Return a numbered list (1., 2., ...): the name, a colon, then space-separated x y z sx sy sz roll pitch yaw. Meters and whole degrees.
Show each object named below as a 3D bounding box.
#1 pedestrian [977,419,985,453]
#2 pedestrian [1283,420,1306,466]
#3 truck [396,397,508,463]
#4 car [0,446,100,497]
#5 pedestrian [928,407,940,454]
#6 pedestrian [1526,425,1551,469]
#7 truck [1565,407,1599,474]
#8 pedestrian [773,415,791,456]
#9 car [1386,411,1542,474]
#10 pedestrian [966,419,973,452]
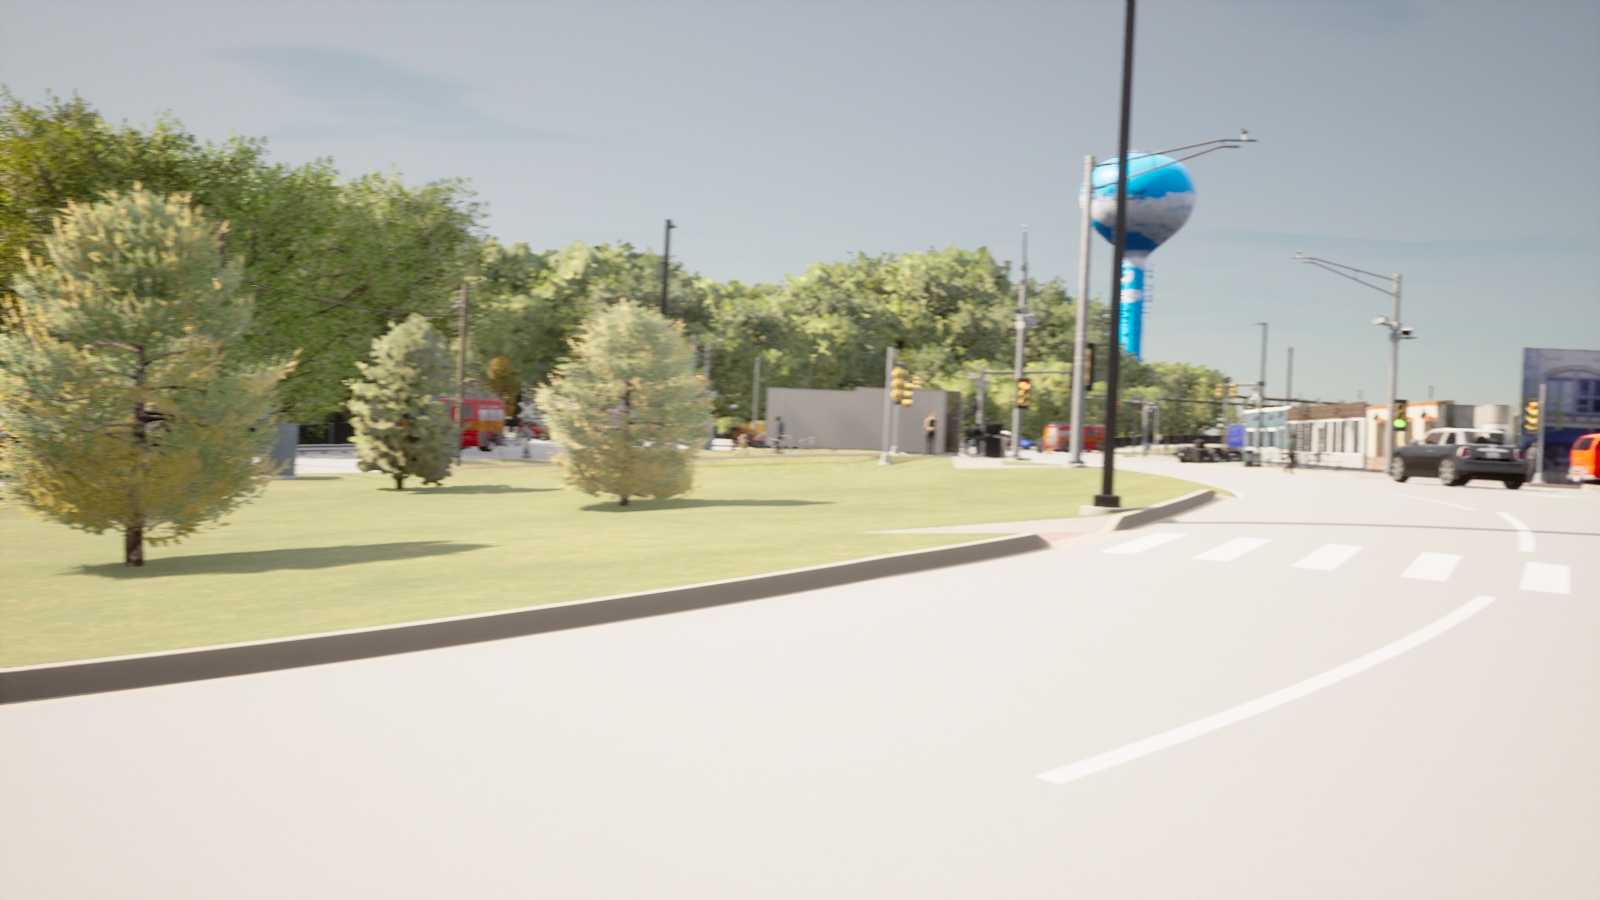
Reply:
1. pedestrian: 10.447 -0.815 72.505 0.402 1.930 0.666 2 0 9
2. pedestrian: 21.505 -0.304 54.572 0.788 1.949 0.423 2 0 4
3. truck: -21.509 -1.287 78.251 2.891 3.827 8.468 1 2 14
4. car: -26.300 0.692 42.566 2.007 1.525 4.514 2 2 12
5. pedestrian: 5.291 -0.750 49.494 0.345 1.836 0.594 2 0 -1
6. pedestrian: 31.627 -0.137 53.778 0.694 1.848 0.540 2 0 6
7. truck: 32.550 -0.265 47.757 5.204 2.467 2.627 2 0 9
8. pedestrian: -0.825 -0.653 56.858 0.726 1.835 0.370 2 0 -3
9. car: 17.028 -0.197 32.445 1.970 1.475 3.806 1 1 0
10. pedestrian: 9.656 -0.840 71.462 0.353 1.847 0.614 2 0 6
